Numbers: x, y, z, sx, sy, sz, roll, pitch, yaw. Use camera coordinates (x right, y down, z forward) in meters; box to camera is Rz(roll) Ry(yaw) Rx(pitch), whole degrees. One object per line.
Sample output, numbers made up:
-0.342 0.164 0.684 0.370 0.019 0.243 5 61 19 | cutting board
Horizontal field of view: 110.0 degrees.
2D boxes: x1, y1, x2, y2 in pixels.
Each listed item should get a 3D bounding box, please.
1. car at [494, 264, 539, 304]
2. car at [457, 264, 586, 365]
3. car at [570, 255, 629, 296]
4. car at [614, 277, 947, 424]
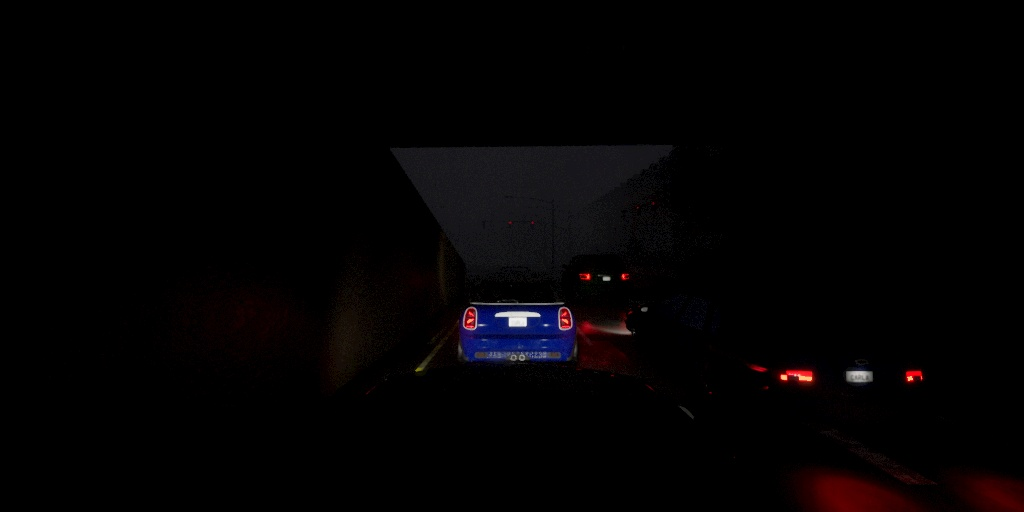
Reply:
0.134 1.227 17.283 1.882 1.535 5.008 0 0 -1 | car
0.108 1.102 7.999 2.097 1.767 4.553 0 0 0 | car
3.647 0.970 16.474 2.150 2.045 5.566 0 0 0 | car
3.611 1.297 6.228 2.033 1.411 5.357 0 0 0 | car
